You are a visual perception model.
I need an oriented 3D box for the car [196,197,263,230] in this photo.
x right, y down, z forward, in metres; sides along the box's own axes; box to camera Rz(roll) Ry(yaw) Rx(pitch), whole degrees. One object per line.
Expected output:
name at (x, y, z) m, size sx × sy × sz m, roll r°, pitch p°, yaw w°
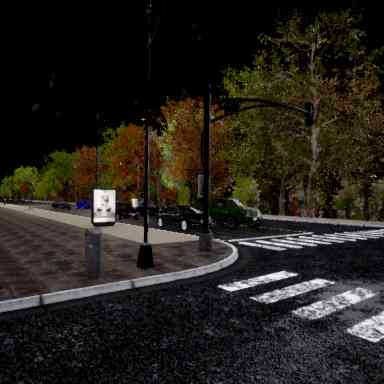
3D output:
car at (2.280, 1.368, 22.908) m, size 2.150 × 2.045 × 5.566 m, roll 1°, pitch -1°, yaw -36°

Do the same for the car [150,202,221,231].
car at (-0.562, 1.611, 21.320) m, size 1.837 × 1.490 × 4.892 m, roll 1°, pitch -1°, yaw -35°

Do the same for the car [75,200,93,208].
car at (-19.897, 2.168, 61.016) m, size 1.812 × 1.442 × 4.674 m, roll 1°, pitch -1°, yaw -35°

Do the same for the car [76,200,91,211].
car at (-15.707, 1.950, 49.046) m, size 1.882 × 1.535 × 5.008 m, roll 1°, pitch -1°, yaw -34°

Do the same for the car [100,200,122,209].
car at (-14.256, 2.124, 58.589) m, size 2.128 × 1.511 × 4.902 m, roll 1°, pitch -1°, yaw -35°

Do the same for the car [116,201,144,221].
car at (-6.296, 1.712, 29.603) m, size 1.837 × 1.490 × 4.892 m, roll 1°, pitch -1°, yaw -35°

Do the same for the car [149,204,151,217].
car at (-4.331, 1.829, 32.476) m, size 1.994 × 1.385 × 4.181 m, roll 1°, pitch -1°, yaw -35°

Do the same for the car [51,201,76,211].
car at (-18.812, 1.985, 47.832) m, size 2.033 × 1.411 × 5.357 m, roll 1°, pitch -1°, yaw -35°

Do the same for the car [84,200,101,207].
car at (-19.990, 2.299, 66.874) m, size 1.994 × 1.385 × 4.181 m, roll 1°, pitch -1°, yaw -35°
